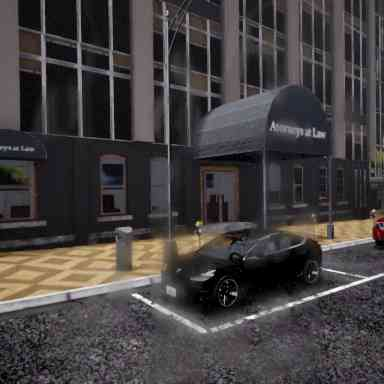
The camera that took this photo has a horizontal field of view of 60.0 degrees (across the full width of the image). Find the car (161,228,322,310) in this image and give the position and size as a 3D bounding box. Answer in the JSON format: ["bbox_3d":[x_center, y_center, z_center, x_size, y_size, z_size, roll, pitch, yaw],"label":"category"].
[{"bbox_3d":[1.329,1.564,7.812,4.313,1.339,1.947,0,-1,-37],"label":"car"}]

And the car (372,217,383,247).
[{"bbox_3d":[9.605,1.310,14.014,5.009,1.841,2.192,0,-1,-37],"label":"car"}]
